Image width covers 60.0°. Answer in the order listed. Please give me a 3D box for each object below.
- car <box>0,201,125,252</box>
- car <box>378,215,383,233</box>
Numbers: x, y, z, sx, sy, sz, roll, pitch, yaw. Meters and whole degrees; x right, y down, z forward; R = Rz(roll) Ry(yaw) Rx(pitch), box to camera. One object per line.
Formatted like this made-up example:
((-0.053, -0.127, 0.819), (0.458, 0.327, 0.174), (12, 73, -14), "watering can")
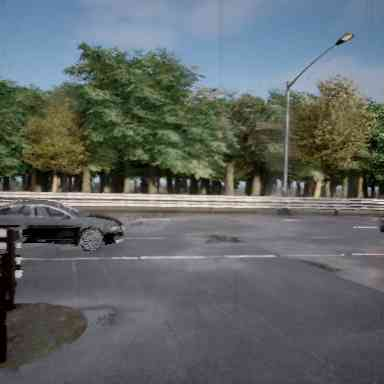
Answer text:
((-4.698, 1.047, 10.822), (4.902, 1.511, 2.128), (1, 1, -11), "car")
((10.175, 1.379, 13.604), (4.902, 1.511, 2.128), (1, 1, -11), "car")
